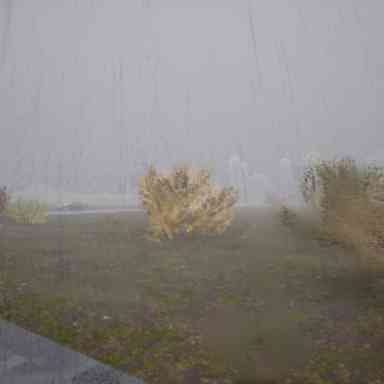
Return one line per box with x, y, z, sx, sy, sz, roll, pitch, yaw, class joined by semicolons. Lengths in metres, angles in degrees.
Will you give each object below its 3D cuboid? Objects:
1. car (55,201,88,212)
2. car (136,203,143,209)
-17.776;2.165;49.305;1.837;1.490;4.892;-2;-1;36;car
-8.312;2.341;62.442;1.837;1.490;4.892;-2;-2;36;car
